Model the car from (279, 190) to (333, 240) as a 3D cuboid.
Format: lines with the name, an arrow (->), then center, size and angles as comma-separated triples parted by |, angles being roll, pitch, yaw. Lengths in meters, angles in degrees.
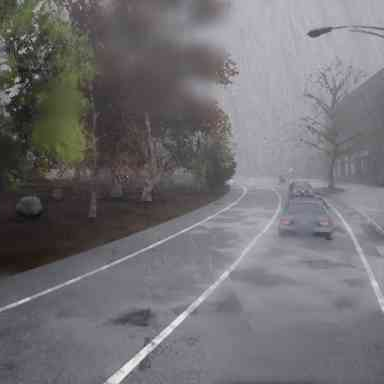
car -> 4.555, 0.908, 13.234 | 2.033, 1.411, 5.357 | 0, 4, 20

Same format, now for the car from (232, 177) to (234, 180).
car -> 7.886, -3.331, 73.606 | 1.895, 1.301, 4.718 | 1, 4, -7

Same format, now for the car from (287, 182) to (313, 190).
car -> 9.039, -0.160, 27.772 | 2.033, 1.411, 5.357 | 0, 4, 14
